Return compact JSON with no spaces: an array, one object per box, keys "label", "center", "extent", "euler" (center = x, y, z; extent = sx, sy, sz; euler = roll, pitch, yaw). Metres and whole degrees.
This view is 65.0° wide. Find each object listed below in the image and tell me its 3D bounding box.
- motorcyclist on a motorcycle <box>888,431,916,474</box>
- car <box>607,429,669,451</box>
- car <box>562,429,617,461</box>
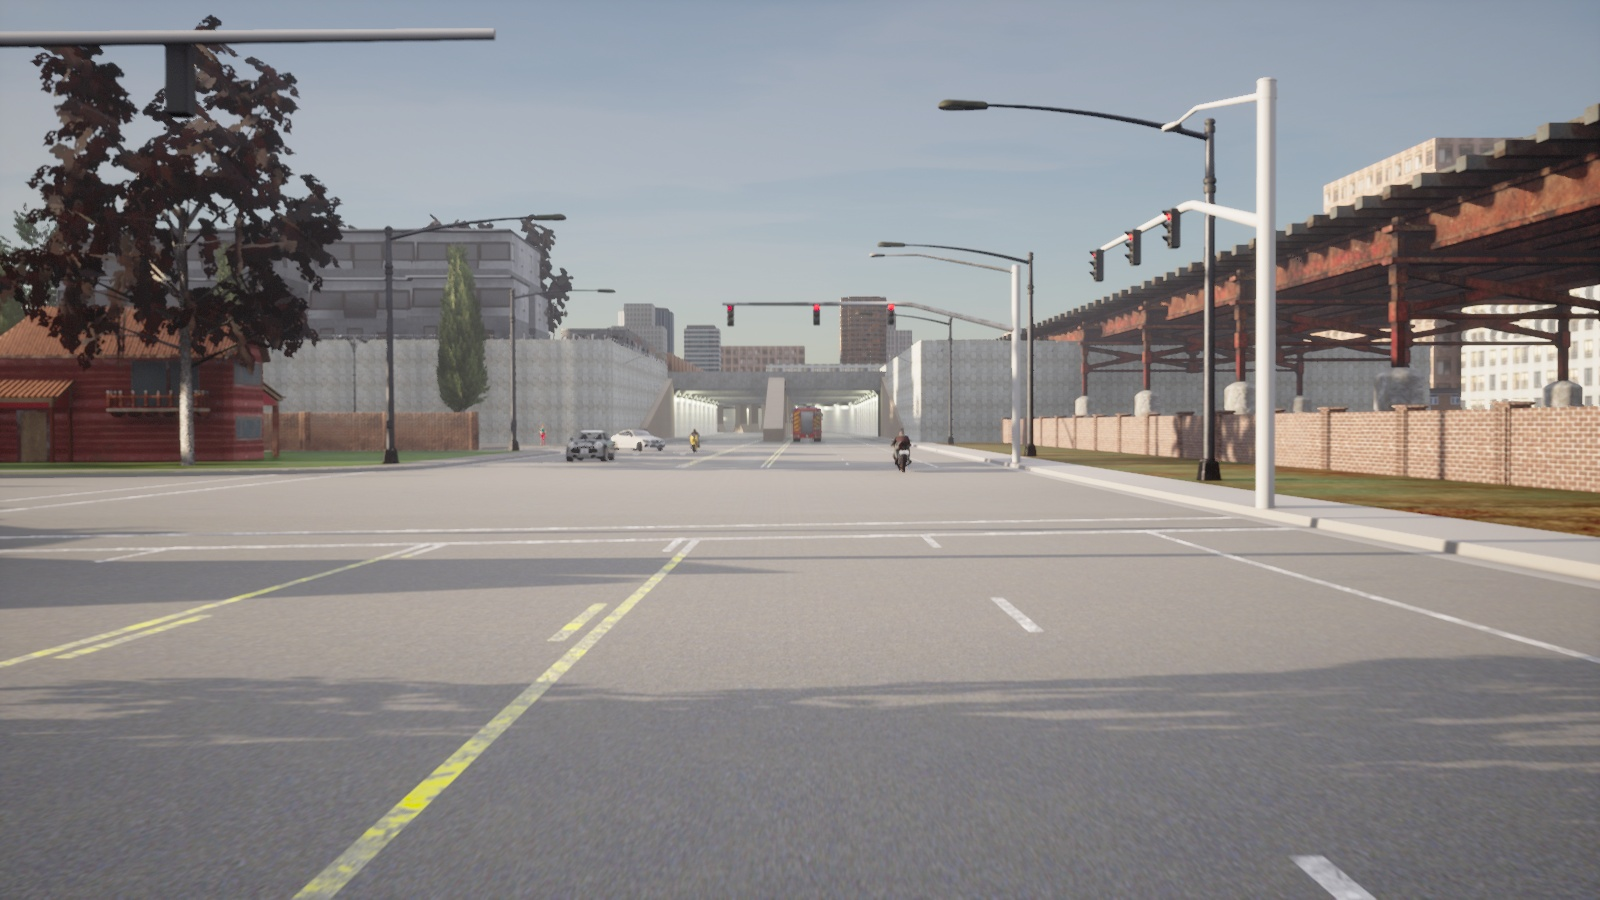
[{"label":"motorcyclist on a motorcycle","center":[3.769,0.073,46.471],"extent":[0.866,1.530,2.191],"euler":[0,1,0]},{"label":"car","center":[-10.788,-0.689,83.364],"extent":[1.812,1.442,4.674],"euler":[0,1,-40]},{"label":"car","center":[-10.151,-0.280,60.777],"extent":[1.970,1.475,3.806],"euler":[0,1,0]}]
